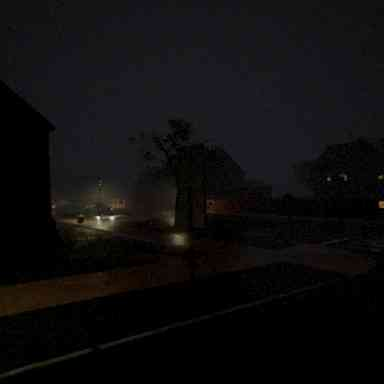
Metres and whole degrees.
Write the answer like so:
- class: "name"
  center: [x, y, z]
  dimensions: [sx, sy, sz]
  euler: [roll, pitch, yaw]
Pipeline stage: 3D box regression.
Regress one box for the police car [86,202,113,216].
- class: "police car"
  center: [-11.130, 2.029, 39.987]
  dimensions: [2.038, 1.542, 4.974]
  euler: [-2, 1, -36]
